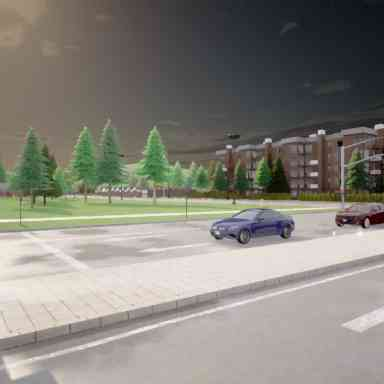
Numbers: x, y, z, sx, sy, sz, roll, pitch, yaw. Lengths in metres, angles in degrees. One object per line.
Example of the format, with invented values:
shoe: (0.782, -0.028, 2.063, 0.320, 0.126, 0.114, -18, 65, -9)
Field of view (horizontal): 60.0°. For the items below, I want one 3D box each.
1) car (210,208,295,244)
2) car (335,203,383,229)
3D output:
car: (3.004, 1.526, 15.935, 4.674, 1.442, 1.812, 0, 0, -36)
car: (11.445, 1.478, 21.925, 5.008, 1.535, 1.882, 0, 0, -35)
